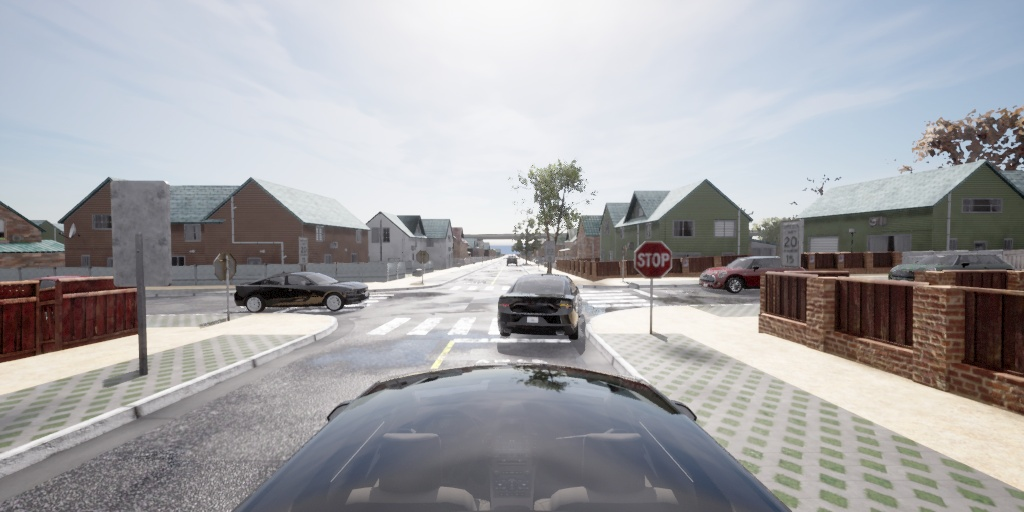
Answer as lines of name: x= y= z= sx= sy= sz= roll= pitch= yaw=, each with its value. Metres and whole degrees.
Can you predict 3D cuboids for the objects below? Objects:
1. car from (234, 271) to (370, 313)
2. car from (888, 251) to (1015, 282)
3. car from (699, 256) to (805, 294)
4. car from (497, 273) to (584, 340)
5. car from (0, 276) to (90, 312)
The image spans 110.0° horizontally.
car: x=-8.465 y=1.377 z=14.672 sx=5.008 sy=1.535 sz=1.882 roll=-1 pitch=2 yaw=0
car: x=21.706 y=0.646 z=17.819 sx=4.553 sy=1.767 sz=2.097 roll=-1 pitch=2 yaw=0
car: x=11.811 y=0.820 z=17.750 sx=4.553 sy=1.767 sz=2.097 roll=-1 pitch=2 yaw=0
car: x=0.960 y=1.224 z=10.143 sx=1.882 sy=1.535 sz=5.008 roll=0 pitch=0 yaw=12
car: x=-18.018 y=1.547 z=14.611 sx=5.008 sy=1.535 sz=1.882 roll=-1 pitch=2 yaw=0
